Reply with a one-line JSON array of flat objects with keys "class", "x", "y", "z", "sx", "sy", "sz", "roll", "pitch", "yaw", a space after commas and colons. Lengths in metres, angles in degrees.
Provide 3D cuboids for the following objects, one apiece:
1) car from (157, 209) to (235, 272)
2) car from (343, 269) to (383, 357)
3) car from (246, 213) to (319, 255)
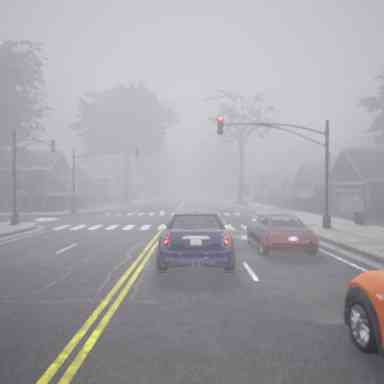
[{"class": "car", "x": 0.106, "y": 1.311, "z": 10.744, "sx": 2.097, "sy": 1.767, "sz": 4.553, "roll": 0, "pitch": 0, "yaw": 0}, {"class": "car", "x": 3.349, "y": 1.339, "z": 3.235, "sx": 2.097, "sy": 1.767, "sz": 4.553, "roll": 0, "pitch": 0, "yaw": 0}, {"class": "car", "x": 3.351, "y": 1.514, "z": 13.017, "sx": 1.994, "sy": 1.385, "sz": 4.181, "roll": 0, "pitch": 0, "yaw": 0}]
